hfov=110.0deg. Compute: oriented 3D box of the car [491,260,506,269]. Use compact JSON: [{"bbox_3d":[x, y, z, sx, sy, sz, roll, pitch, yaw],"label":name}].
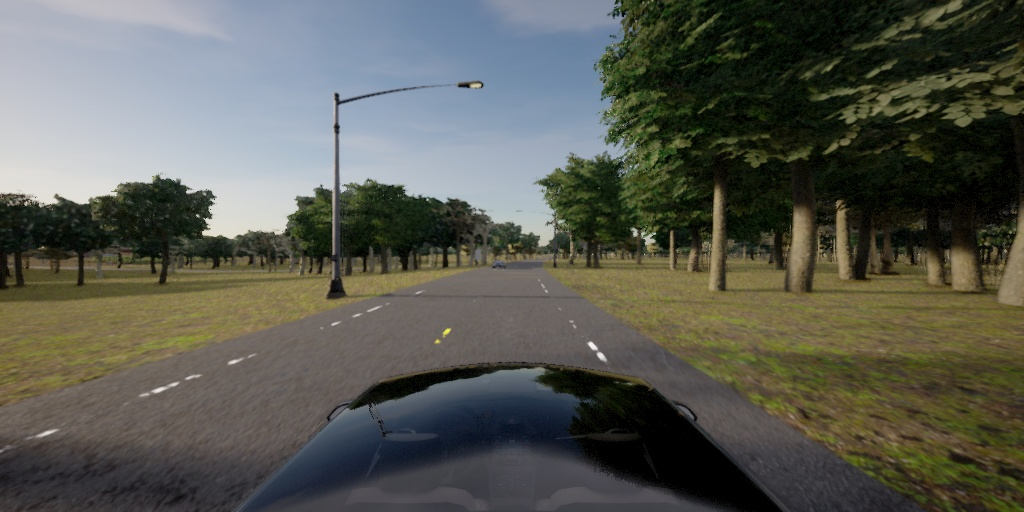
[{"bbox_3d":[-1.938,1.309,54.742,1.994,1.385,4.181,0,0,4],"label":"car"}]
